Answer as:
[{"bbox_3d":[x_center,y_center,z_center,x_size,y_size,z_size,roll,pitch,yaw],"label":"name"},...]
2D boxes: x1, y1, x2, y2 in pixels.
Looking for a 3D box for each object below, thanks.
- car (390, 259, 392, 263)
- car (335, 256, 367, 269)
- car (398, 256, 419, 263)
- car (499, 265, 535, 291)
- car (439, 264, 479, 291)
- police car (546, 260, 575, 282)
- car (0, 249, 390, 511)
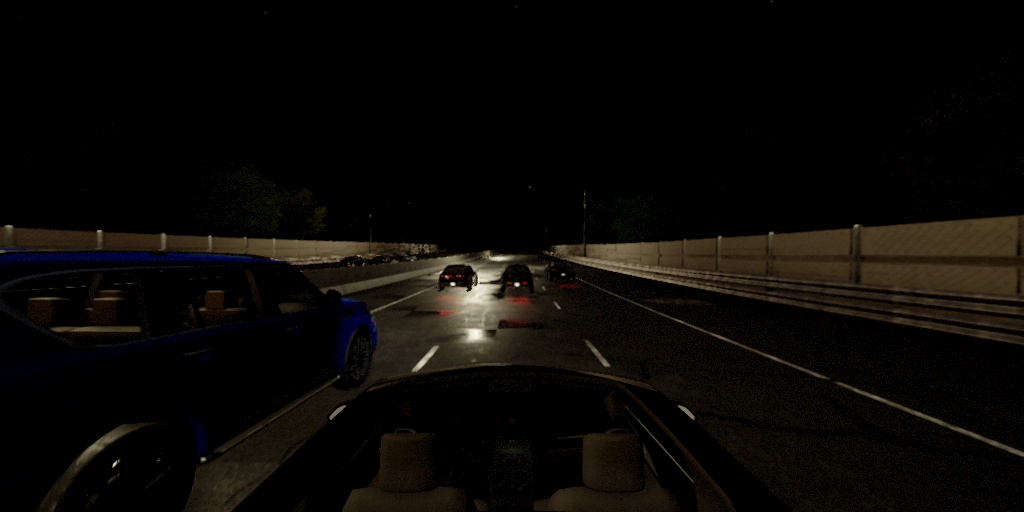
[{"bbox_3d":[-17.083,0.778,46.551,1.837,1.490,4.892,0,1,1],"label":"car"},{"bbox_3d":[-20.585,0.775,46.162,1.837,1.490,4.892,0,1,1],"label":"car"},{"bbox_3d":[-13.576,0.762,47.153,2.128,1.511,4.902,0,1,1],"label":"car"},{"bbox_3d":[0.311,1.262,21.820,1.837,1.490,4.892,0,1,1],"label":"car"},{"bbox_3d":[-3.188,1.250,21.891,1.837,1.490,4.892,0,1,1],"label":"car"},{"bbox_3d":[3.793,1.109,28.773,1.930,1.638,5.238,0,1,1],"label":"police car"},{"bbox_3d":[-3.399,0.982,3.795,2.150,2.045,5.566,0,-1,1],"label":"car"}]
